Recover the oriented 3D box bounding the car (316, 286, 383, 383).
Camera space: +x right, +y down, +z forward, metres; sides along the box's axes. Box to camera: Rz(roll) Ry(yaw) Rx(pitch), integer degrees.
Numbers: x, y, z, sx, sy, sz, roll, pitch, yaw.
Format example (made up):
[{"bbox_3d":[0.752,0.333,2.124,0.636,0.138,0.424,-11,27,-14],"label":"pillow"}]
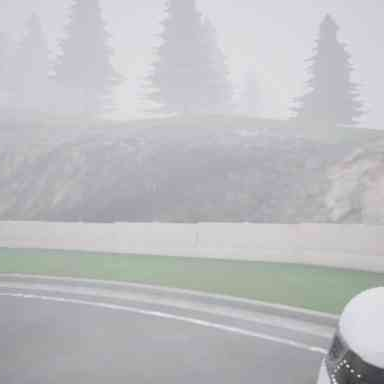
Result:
[{"bbox_3d":[3.495,1.189,1.467,5.566,2.045,2.150,-1,0,36],"label":"car"}]
